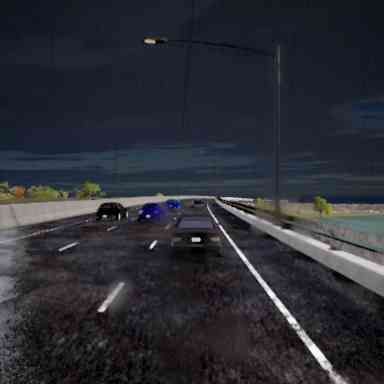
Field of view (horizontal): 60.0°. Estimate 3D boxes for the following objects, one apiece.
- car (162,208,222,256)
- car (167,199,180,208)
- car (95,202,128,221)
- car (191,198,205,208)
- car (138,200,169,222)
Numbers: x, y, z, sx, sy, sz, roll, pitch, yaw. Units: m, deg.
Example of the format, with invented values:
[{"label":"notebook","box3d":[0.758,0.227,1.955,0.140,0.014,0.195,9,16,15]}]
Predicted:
[{"label":"car","box3d":[0.153,1.593,13.248,2.033,1.411,5.357,0,0,1]},{"label":"car","box3d":[-2.748,1.660,46.531,1.882,1.535,5.008,0,0,2]},{"label":"car","box3d":[-6.659,1.602,27.976,1.837,1.490,4.892,0,0,1]},{"label":"car","box3d":[0.974,1.716,54.163,2.128,1.511,4.902,0,0,2]},{"label":"car","box3d":[-3.180,1.618,26.818,1.812,1.442,4.674,0,0,1]}]
